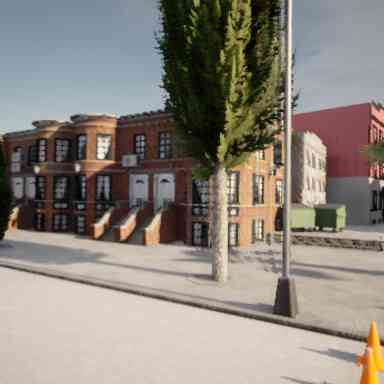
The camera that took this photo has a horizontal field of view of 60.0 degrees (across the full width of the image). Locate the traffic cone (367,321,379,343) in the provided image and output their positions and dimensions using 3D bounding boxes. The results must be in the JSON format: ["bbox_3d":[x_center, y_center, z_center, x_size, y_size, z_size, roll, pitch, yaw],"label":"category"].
[{"bbox_3d":[2.525,2.112,4.648,0.340,0.580,0.340,0,-1,31],"label":"traffic cone"}]

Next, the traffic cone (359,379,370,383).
[{"bbox_3d":[1.506,2.057,2.928,0.340,0.580,0.340,0,-1,31],"label":"traffic cone"}]

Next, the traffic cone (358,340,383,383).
[{"bbox_3d":[2.016,2.084,3.788,0.340,0.580,0.340,0,-1,31],"label":"traffic cone"}]
